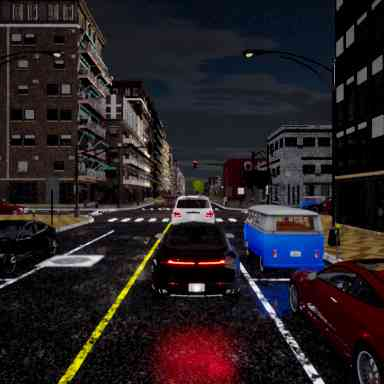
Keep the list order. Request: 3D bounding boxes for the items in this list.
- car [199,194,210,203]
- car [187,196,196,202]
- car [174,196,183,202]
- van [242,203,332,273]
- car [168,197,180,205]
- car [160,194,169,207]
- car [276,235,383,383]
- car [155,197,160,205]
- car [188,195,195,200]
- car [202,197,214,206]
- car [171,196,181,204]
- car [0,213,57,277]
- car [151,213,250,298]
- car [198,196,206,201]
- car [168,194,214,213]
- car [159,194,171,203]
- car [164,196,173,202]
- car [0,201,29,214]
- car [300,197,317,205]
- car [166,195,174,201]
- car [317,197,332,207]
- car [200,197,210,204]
[{"bbox_3d":[2.556,1.376,71.734,2.192,1.841,5.009,0,0,0],"label":"car"},{"bbox_3d":[-0.157,1.618,81.499,2.033,1.411,5.357,0,0,0],"label":"car"},{"bbox_3d":[-3.151,1.624,78.200,1.994,1.385,4.181,0,0,0],"label":"car"},{"bbox_3d":[2.641,1.343,10.329,1.690,1.788,3.998,0,0,0],"label":"van"},{"bbox_3d":[-3.189,1.643,59.128,1.895,1.301,4.718,0,0,0],"label":"car"},{"bbox_3d":[-3.196,1.383,50.185,2.097,1.767,4.553,0,0,0],"label":"car"},{"bbox_3d":[2.651,1.582,4.640,1.802,1.307,4.206,0,0,0],"label":"car"},{"bbox_3d":[-5.804,1.569,60.468,1.752,1.417,4.829,0,0,0],"label":"car"},{"bbox_3d":[-0.176,1.584,91.949,1.895,1.301,4.718,0,0,0],"label":"car"},{"bbox_3d":[2.587,1.562,55.286,1.752,1.417,4.829,0,0,0],"label":"car"},{"bbox_3d":[-3.145,1.581,68.184,1.812,1.442,4.674,0,0,0],"label":"car"},{"bbox_3d":[-5.707,1.567,10.338,1.947,1.339,4.313,0,0,0],"label":"car"},{"bbox_3d":[0.081,1.506,8.511,1.837,1.490,4.892,0,0,0],"label":"car"},{"bbox_3d":[2.523,1.643,88.351,2.008,1.369,4.403,0,0,0],"label":"car"},{"bbox_3d":[0.054,1.225,18.512,2.150,2.045,5.566,0,0,0],"label":"car"},{"bbox_3d":[-5.825,1.376,71.717,2.192,1.841,5.009,0,0,0],"label":"car"},{"bbox_3d":[-5.848,1.632,82.795,2.008,1.369,4.403,0,0,0],"label":"car"},{"bbox_3d":[-17.526,1.535,31.101,4.206,1.307,1.802,0,0,0],"label":"car"},{"bbox_3d":[15.075,1.620,36.997,5.357,1.411,2.033,0,0,2],"label":"car"},{"bbox_3d":[-5.858,1.617,88.164,1.752,1.417,4.829,0,0,0],"label":"car"},{"bbox_3d":[14.862,1.359,31.244,5.009,1.841,2.192,0,0,0],"label":"car"},{"bbox_3d":[2.565,1.634,66.194,1.802,1.307,4.206,0,0,0],"label":"car"}]
